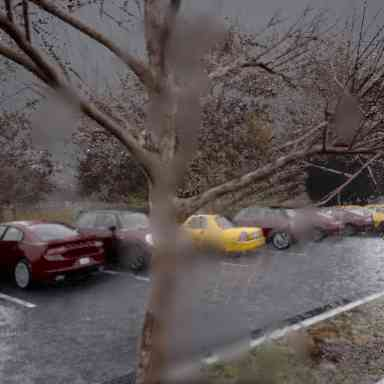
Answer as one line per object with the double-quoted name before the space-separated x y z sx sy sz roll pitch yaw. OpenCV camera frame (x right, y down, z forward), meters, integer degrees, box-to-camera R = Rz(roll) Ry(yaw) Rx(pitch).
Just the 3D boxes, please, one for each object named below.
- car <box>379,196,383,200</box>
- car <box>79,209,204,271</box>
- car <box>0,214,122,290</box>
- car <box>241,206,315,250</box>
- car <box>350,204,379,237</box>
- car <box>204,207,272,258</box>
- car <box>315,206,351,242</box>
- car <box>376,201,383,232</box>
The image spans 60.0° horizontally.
"car" 14.316 1.366 23.545 4.553 1.767 2.185 -1 -1 32
"car" -2.190 1.379 10.980 4.553 1.767 2.185 -1 -1 34
"car" -4.555 1.505 9.207 5.008 1.535 2.097 -1 -1 34
"car" 2.613 1.375 14.471 4.553 1.767 2.185 -1 -1 33
"car" 7.302 1.537 18.075 4.674 1.452 2.002 -1 -1 33
"car" 0.061 1.502 12.816 5.366 1.575 1.946 -1 0 34
"car" 4.953 1.539 16.272 4.674 1.452 2.002 -1 -1 33
"car" 9.800 1.490 19.799 5.366 1.575 1.946 -1 -1 32
